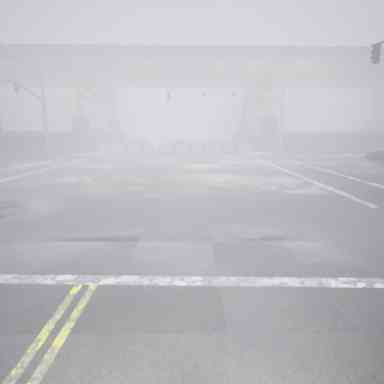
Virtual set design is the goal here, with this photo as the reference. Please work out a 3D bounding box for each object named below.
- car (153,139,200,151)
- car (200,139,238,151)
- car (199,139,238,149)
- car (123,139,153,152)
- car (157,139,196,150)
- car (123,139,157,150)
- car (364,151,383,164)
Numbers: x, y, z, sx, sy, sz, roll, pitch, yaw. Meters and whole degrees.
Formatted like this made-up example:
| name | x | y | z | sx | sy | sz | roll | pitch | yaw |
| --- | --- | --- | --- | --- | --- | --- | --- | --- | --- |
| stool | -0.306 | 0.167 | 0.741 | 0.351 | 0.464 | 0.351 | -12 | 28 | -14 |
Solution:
| name | x | y | z | sx | sy | sz | roll | pitch | yaw |
| --- | --- | --- | --- | --- | --- | --- | --- | --- | --- |
| car | -1.948 | -5.921 | 41.980 | 4.974 | 1.542 | 2.038 | -7 | 12 | -35 |
| car | 3.433 | -6.047 | 42.652 | 4.974 | 1.542 | 2.038 | 6 | 12 | 29 |
| car | 3.387 | -6.206 | 42.649 | 4.536 | 1.218 | 1.853 | 6 | 12 | 29 |
| car | -6.556 | -5.931 | 42.059 | 4.974 | 1.542 | 2.038 | 10 | 14 | 44 |
| car | -1.906 | -6.081 | 41.981 | 4.536 | 1.218 | 1.853 | -7 | 12 | -35 |
| car | -6.593 | -6.092 | 42.066 | 4.536 | 1.218 | 1.853 | 10 | 14 | 44 |
| car | 16.239 | -2.910 | 26.057 | 4.718 | 1.301 | 1.895 | 0 | 10 | 1 |
